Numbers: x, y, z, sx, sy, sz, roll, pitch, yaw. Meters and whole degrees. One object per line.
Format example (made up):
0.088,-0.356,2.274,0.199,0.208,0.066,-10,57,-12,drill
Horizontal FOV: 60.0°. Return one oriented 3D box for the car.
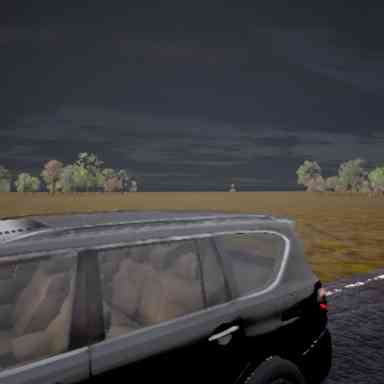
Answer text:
-1.211,1.211,2.523,5.566,2.045,2.150,0,0,-36,car
